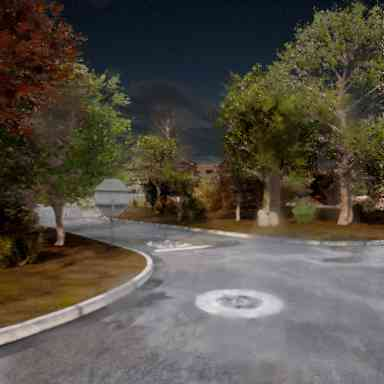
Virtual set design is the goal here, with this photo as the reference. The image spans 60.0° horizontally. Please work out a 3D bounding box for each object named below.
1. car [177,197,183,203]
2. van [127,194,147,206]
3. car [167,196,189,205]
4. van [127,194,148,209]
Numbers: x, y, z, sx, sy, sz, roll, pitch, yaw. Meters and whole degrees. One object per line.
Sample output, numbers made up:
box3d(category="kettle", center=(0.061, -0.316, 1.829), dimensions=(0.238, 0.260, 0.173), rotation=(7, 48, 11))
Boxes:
box3d(category="car", center=(0.617, 1.378, 54.088), dimensions=(2.435, 2.045, 5.566), rotation=(1, 0, -36))
box3d(category="van", center=(-10.170, 1.400, 61.265), dimensions=(1.878, 1.987, 4.442), rotation=(0, 0, -36))
box3d(category="car", center=(-2.850, 1.659, 66.688), dimensions=(2.097, 1.535, 5.008), rotation=(1, 0, -36))
box3d(category="van", center=(-8.509, 1.423, 47.639), dimensions=(1.878, 1.987, 4.442), rotation=(0, 0, -36))
